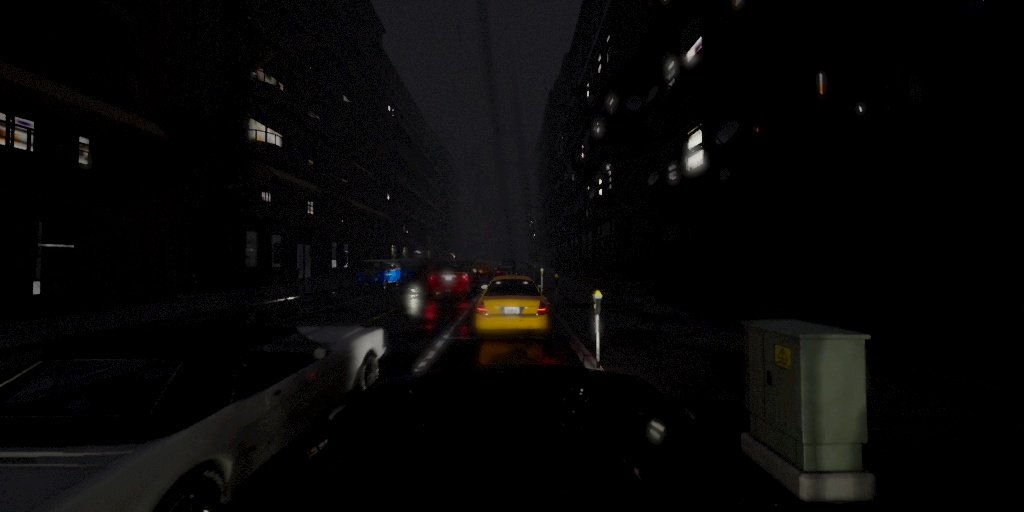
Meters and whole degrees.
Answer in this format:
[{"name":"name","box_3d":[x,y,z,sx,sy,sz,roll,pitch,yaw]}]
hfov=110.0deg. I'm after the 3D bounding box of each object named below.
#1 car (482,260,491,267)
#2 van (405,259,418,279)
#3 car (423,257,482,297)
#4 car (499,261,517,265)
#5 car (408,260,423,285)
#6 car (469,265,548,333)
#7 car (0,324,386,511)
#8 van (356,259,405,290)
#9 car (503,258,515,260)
[{"name":"car","box_3d":[-2.923,1.271,36.097,1.882,1.535,5.008,0,0,0]},{"name":"van","box_3d":[-8.335,1.118,28.134,1.690,1.789,3.998,0,0,0]},{"name":"car","box_3d":[-3.021,1.114,19.181,2.097,1.767,4.553,0,0,0]},{"name":"car","box_3d":[-0.452,1.322,28.072,1.888,1.381,4.507,0,0,0]},{"name":"car","box_3d":[-5.868,1.252,26.554,1.882,1.535,5.008,0,0,0]},{"name":"car","box_3d":[0.004,1.212,10.693,1.801,1.575,5.366,0,0,0]},{"name":"car","box_3d":[-2.925,1.352,3.608,1.895,1.301,4.718,0,0,0]},{"name":"van","box_3d":[-8.335,1.108,22.603,1.690,1.789,3.998,0,0,0]},{"name":"car","box_3d":[-0.445,1.240,39.134,1.967,1.591,4.097,0,0,0]}]
